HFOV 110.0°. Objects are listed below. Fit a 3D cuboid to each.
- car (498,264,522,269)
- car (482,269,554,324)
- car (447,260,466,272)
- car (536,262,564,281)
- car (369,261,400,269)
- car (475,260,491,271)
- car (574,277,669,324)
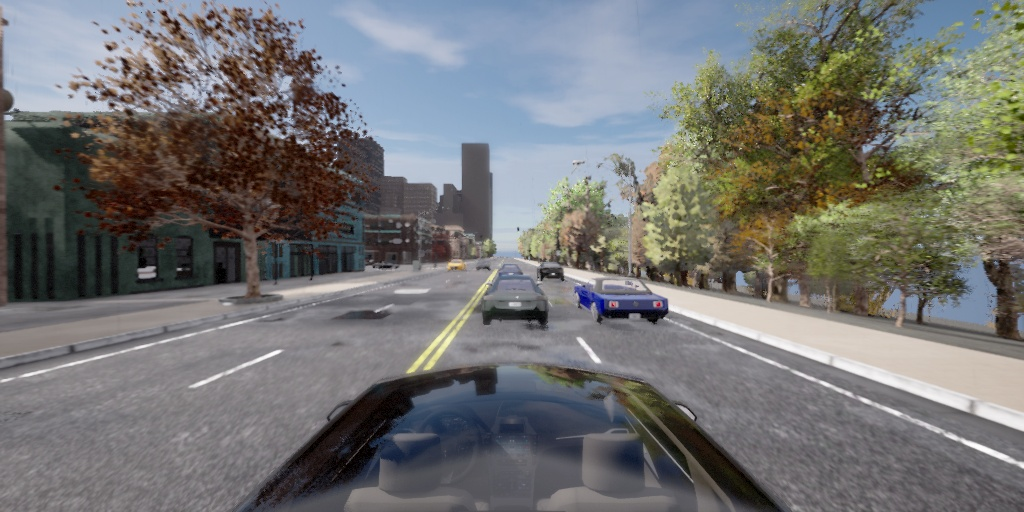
[{"bbox_3d":[-0.142,1.311,29.014,1.994,1.385,4.181,0,0,-1],"label":"car"},{"bbox_3d":[0.082,1.313,11.977,1.994,1.385,4.181,0,0,0],"label":"car"},{"bbox_3d":[-7.072,1.225,46.220,1.882,1.535,5.008,0,0,0],"label":"car"},{"bbox_3d":[3.097,1.224,29.717,1.882,1.535,5.008,0,0,-1],"label":"car"},{"bbox_3d":[-20.685,1.567,59.144,4.313,1.339,1.948,0,0,-1],"label":"car"},{"bbox_3d":[-3.835,1.254,48.428,1.837,1.490,4.892,0,-1,0],"label":"car"},{"bbox_3d":[3.334,1.349,11.965,1.895,1.301,4.718,0,0,0],"label":"car"}]
